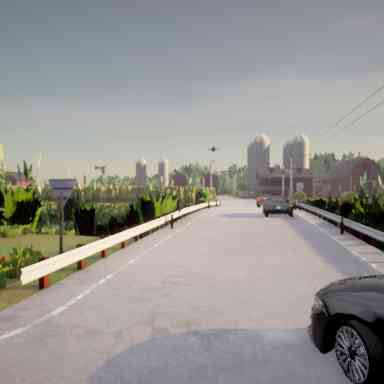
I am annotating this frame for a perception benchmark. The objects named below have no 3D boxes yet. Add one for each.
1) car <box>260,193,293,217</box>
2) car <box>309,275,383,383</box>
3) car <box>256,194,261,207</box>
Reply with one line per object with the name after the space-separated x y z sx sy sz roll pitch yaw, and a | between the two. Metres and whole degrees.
6.294 1.006 24.623 1.994 1.385 4.181 0 1 10 | car
3.402 1.479 3.045 2.128 1.511 4.902 -2 1 -32 | car
9.290 1.088 42.490 2.097 1.767 4.553 0 -3 9 | car
